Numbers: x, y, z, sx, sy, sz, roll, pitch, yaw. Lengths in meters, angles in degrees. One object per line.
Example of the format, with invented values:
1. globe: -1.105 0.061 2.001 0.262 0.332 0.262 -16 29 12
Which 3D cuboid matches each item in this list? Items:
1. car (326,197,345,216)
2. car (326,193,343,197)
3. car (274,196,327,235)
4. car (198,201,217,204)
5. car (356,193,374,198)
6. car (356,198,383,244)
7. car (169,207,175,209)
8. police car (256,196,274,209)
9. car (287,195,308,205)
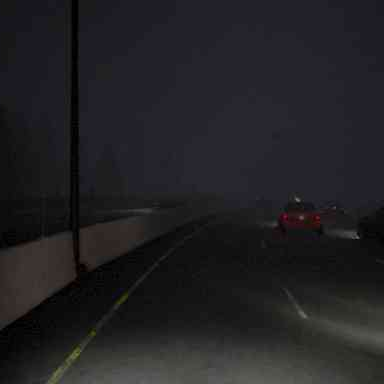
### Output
1. car: 13.650 1.467 31.965 2.033 1.411 5.357 0 0 22
2. car: 29.024 1.045 67.512 4.553 1.767 2.097 0 0 -42
3. car: 5.966 1.300 18.777 2.097 1.767 4.553 0 0 12
4. car: 1.536 1.415 39.672 2.033 1.411 5.357 0 0 23
5. car: 39.937 1.038 76.614 4.553 1.767 2.097 0 0 -34
6. car: 8.488 1.324 13.599 2.097 1.767 4.553 0 0 9
7. car: -2.406 1.338 39.156 1.882 1.535 5.008 0 0 23
8. police car: 9.857 1.299 43.304 1.930 1.638 5.238 0 0 27
9. car: 17.920 1.325 56.200 1.882 1.535 5.008 0 0 37
